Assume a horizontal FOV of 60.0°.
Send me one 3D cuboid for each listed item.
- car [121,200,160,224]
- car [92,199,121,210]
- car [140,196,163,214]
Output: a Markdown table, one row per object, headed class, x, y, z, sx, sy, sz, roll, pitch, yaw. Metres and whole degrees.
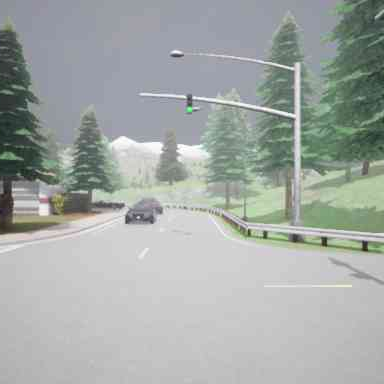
| class | x | y | z | sx | sy | sz | roll | pitch | yaw |
| --- | --- | --- | --- | --- | --- | --- | --- | --- | --- |
| car | -3.718 | 1.555 | 24.694 | 1.994 | 1.385 | 4.181 | 0 | 0 | -2 |
| car | -10.943 | 1.592 | 42.299 | 4.718 | 1.301 | 1.895 | 0 | 0 | 15 |
| car | -4.450 | 1.339 | 34.492 | 2.097 | 1.767 | 4.553 | 0 | 0 | -19 |
